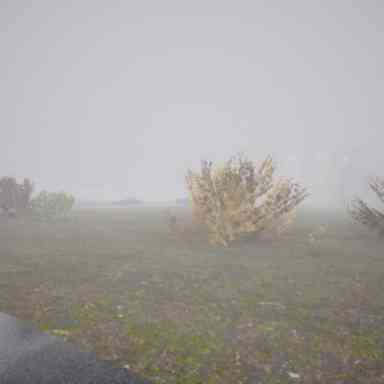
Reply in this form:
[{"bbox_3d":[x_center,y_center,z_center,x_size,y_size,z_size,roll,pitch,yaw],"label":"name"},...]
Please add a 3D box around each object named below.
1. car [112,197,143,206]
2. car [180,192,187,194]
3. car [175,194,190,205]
[{"bbox_3d":[-10.347,1.499,53.571,2.033,1.411,5.357,0,-1,36],"label":"car"},{"bbox_3d":[-1.184,0.963,66.146,2.150,2.045,5.566,0,-1,36],"label":"car"},{"bbox_3d":[-0.976,1.538,60.422,1.882,1.535,5.008,0,-1,36],"label":"car"}]
